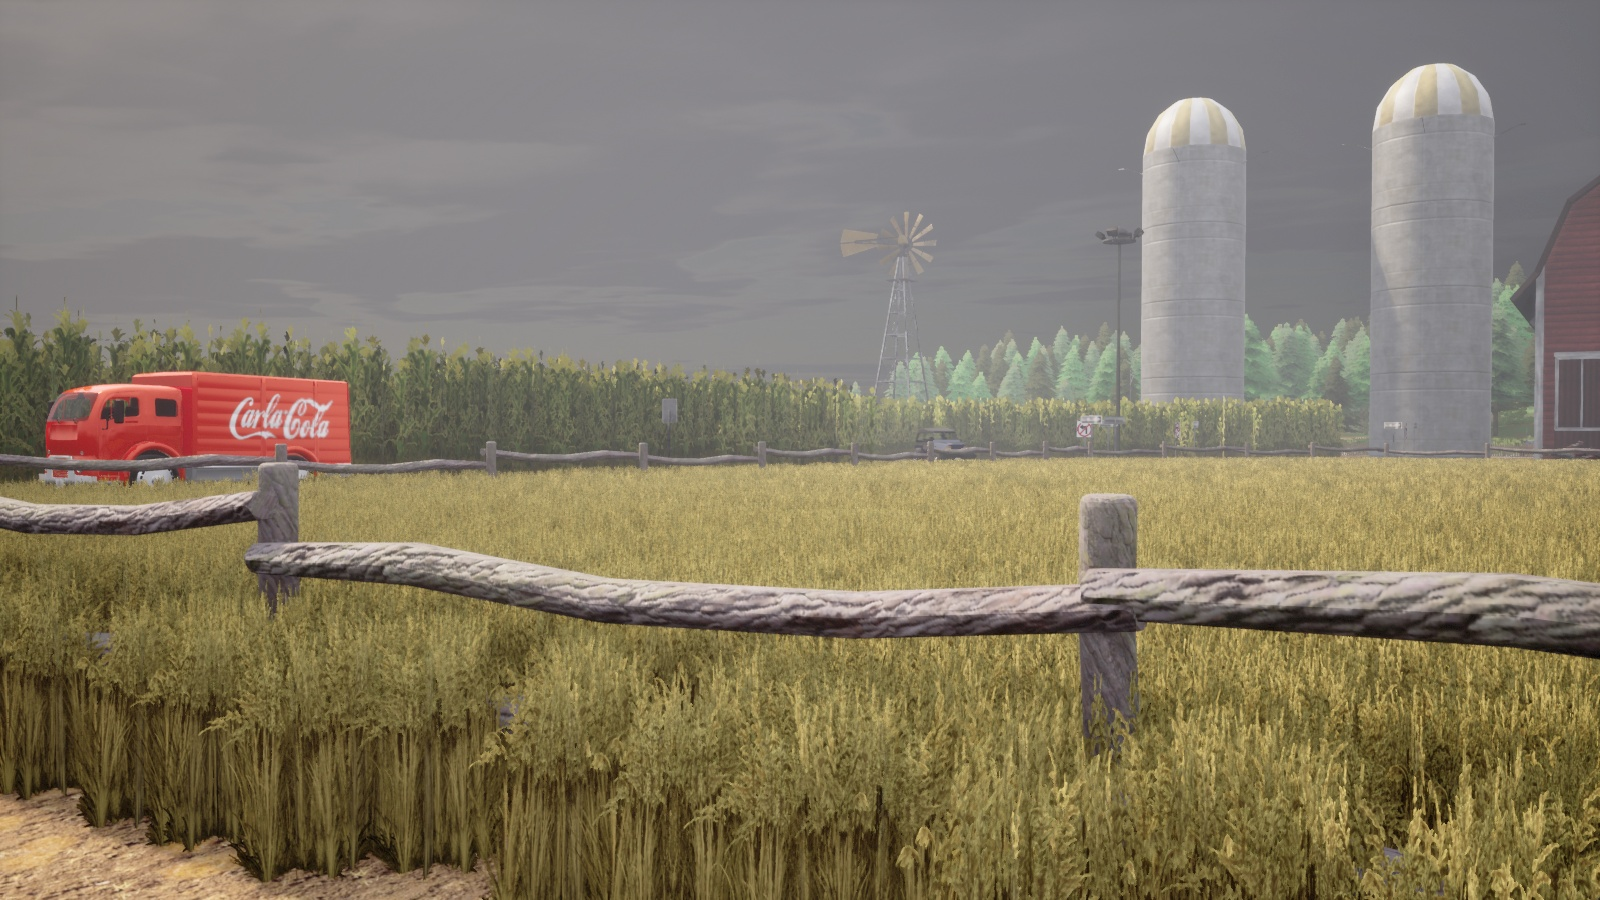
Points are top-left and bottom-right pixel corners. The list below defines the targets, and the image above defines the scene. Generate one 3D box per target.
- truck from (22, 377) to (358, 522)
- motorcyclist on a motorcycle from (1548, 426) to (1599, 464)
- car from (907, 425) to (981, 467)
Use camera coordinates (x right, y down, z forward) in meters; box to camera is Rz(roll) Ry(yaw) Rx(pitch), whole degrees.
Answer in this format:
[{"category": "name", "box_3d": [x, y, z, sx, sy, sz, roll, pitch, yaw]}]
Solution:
[{"category": "truck", "box_3d": [-11.563, -0.024, 24.202, 2.627, 2.467, 5.204, 0, 0, 34]}, {"category": "motorcyclist on a motorcycle", "box_3d": [31.872, -0.193, 51.393, 2.191, 1.530, 0.866, 0, 1, 31]}, {"category": "car", "box_3d": [6.611, -0.192, 58.003, 1.905, 1.878, 3.866, -1, 1, -18]}]
